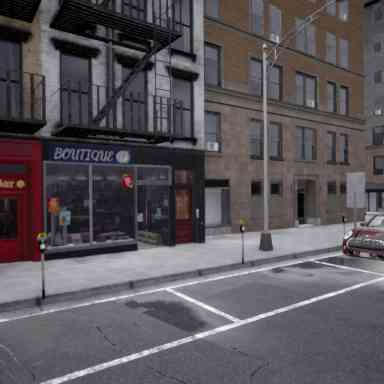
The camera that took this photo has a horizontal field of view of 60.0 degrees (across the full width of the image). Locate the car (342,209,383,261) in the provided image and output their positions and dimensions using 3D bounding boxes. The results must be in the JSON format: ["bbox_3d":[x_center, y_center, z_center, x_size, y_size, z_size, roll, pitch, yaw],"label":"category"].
[{"bbox_3d":[7.023,1.442,11.576,4.097,1.590,1.967,0,-1,-36],"label":"car"}]

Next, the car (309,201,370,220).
[{"bbox_3d":[13.905,1.664,31.685,1.882,1.535,5.008,-1,0,-37],"label":"car"}]
